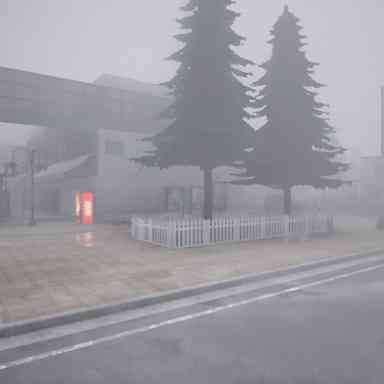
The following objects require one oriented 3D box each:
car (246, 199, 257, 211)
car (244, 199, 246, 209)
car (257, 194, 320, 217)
[{"bbox_3d":[7.155,1.529,40.760,2.033,1.411,5.357,0,0,-34],"label":"car"},{"bbox_3d":[3.753,1.334,39.211,2.097,1.767,4.553,0,0,-34],"label":"car"},{"bbox_3d":[9.149,1.203,31.130,2.150,2.045,5.566,0,0,-34],"label":"car"}]
